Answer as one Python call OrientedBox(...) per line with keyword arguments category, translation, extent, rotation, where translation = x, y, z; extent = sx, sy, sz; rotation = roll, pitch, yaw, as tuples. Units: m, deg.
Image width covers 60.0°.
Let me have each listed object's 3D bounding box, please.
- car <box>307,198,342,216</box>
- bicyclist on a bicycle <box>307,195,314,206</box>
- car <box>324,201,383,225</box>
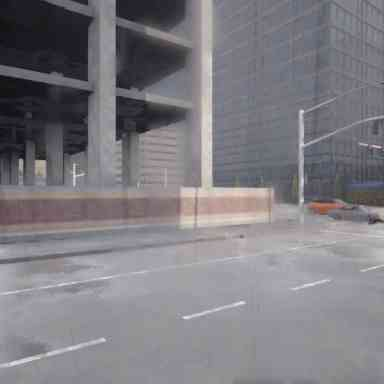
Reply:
OrientedBox(category="car", translation=(13.077, 1.352, 30.650), extent=(2.097, 1.767, 4.553), rotation=(0, 0, -37))
OrientedBox(category="bicyclist on a bicycle", translation=(16.514, 1.301, 46.176), extent=(1.656, 1.620, 0.582), rotation=(0, 0, -36))
OrientedBox(category="car", translation=(12.337, 1.601, 24.241), extent=(1.895, 1.301, 4.718), rotation=(0, 0, -23))
